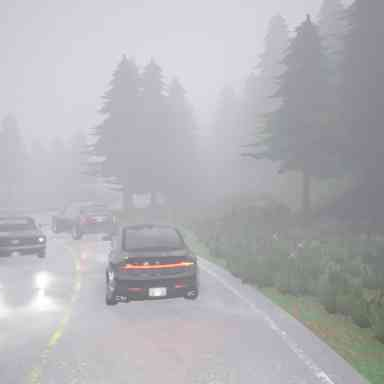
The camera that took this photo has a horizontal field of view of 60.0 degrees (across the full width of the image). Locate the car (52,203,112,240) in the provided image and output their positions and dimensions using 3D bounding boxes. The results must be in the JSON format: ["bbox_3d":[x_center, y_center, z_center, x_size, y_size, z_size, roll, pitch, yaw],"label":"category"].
[{"bbox_3d":[-5.709,1.352,17.415,2.097,1.767,4.553,0,0,-39],"label":"car"}]

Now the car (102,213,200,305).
[{"bbox_3d":[-1.111,1.504,8.195,1.837,1.490,4.892,0,0,-12],"label":"car"}]

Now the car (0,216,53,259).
[{"bbox_3d":[-6.510,1.601,12.123,1.895,1.301,4.718,0,0,-30],"label":"car"}]

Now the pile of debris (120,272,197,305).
[{"bbox_3d":[-0.853,2.175,7.706,1.500,0.140,1.860,0,0,-14],"label":"pile of debris"}]
